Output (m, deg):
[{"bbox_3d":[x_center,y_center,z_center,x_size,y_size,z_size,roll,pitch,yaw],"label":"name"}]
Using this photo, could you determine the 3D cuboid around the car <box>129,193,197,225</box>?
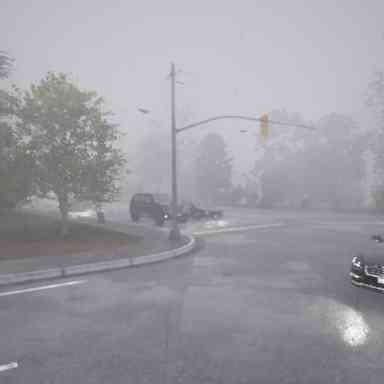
[{"bbox_3d":[-2.391,1.069,23.135,2.150,2.045,5.566,-1,1,-37],"label":"car"}]

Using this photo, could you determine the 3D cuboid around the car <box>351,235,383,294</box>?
[{"bbox_3d":[5.608,1.394,7.667,4.892,1.490,1.837,-1,1,-35],"label":"car"}]

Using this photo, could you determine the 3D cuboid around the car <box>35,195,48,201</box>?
[{"bbox_3d":[-37.834,1.632,82.680,2.033,1.411,5.357,-1,0,-30],"label":"car"}]

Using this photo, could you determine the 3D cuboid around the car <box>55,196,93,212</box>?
[{"bbox_3d":[-13.473,1.372,37.523,2.128,1.511,4.902,-1,1,-38],"label":"car"}]

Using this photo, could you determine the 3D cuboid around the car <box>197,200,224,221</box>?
[{"bbox_3d":[0.090,1.342,25.680,2.033,1.411,5.357,-1,1,-37],"label":"car"}]

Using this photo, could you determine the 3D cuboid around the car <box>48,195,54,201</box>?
[{"bbox_3d":[-35.353,1.646,85.350,1.895,1.301,4.718,-1,0,-30],"label":"car"}]
